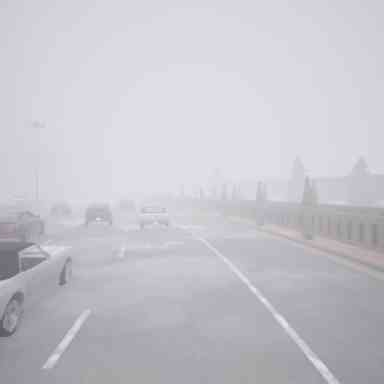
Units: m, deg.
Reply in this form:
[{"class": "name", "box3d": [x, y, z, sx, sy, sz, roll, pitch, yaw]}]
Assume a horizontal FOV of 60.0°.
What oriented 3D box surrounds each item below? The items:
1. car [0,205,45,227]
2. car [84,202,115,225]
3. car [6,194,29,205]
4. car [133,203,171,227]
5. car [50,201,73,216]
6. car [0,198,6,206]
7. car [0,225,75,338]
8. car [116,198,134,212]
[{"class": "car", "box3d": [-8.563, 1.566, 16.141, 1.812, 1.442, 4.674, 0, 0, -10]}, {"class": "car", "box3d": [-6.770, 1.534, 24.328, 1.837, 1.490, 4.892, 0, 0, -14]}, {"class": "car", "box3d": [-27.510, 1.397, 53.173, 2.150, 2.045, 5.566, 0, 0, -19]}, {"class": "car", "box3d": [-2.736, 1.606, 22.678, 1.895, 1.301, 4.718, 0, 0, -13]}, {"class": "car", "box3d": [-13.322, 1.598, 33.912, 1.812, 1.442, 4.674, 0, 0, -18]}, {"class": "car", "box3d": [-33.001, 1.741, 58.411, 1.812, 1.442, 4.674, 0, 0, -19]}, {"class": "car", "box3d": [-3.802, 1.616, 6.500, 1.895, 1.301, 4.718, 0, 0, -4]}, {"class": "car", "box3d": [-8.000, 1.538, 40.015, 1.837, 1.490, 4.892, 0, 0, -19]}]
